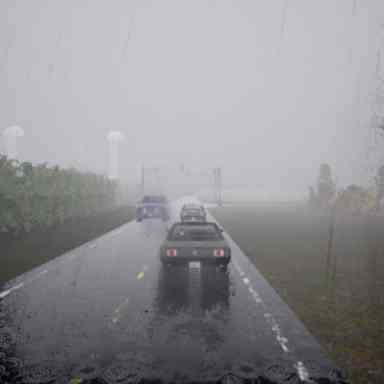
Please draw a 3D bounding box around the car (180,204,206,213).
[{"bbox_3d":[0.092,1.589,25.579,1.895,1.301,4.718,0,0,0],"label":"car"}]

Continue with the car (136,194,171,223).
[{"bbox_3d":[-2.843,1.210,25.573,2.150,2.045,5.566,0,0,0],"label":"car"}]

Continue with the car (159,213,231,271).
[{"bbox_3d":[0.092,1.593,10.789,1.895,1.301,4.718,0,0,0],"label":"car"}]
